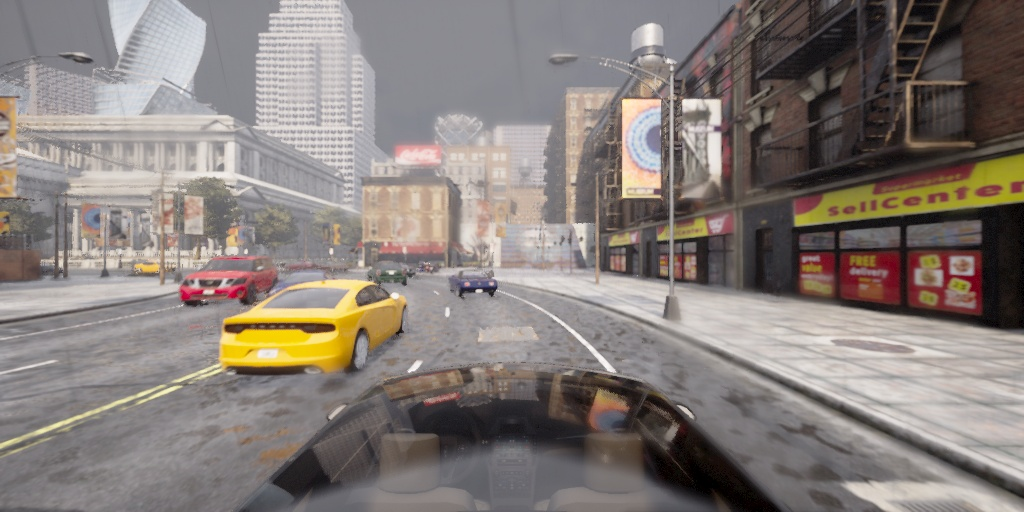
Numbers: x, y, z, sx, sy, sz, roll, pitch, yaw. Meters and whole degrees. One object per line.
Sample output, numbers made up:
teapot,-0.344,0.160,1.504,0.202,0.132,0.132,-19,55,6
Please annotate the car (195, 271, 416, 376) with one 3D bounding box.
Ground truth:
car,-3.604,1.243,7.577,1.882,1.535,5.008,0,0,-3

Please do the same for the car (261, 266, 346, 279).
car,-8.467,1.311,15.021,1.812,1.442,4.674,0,0,-16

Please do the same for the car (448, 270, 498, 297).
car,-2.275,1.398,19.385,1.895,1.301,4.718,0,0,-18

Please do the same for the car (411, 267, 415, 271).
car,-11.183,1.385,34.441,2.033,1.411,5.357,0,0,-42

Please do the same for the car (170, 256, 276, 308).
car,-12.292,1.010,16.084,2.150,2.045,5.566,0,0,-19

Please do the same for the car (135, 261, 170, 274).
car,-42.177,1.337,42.783,5.008,1.535,1.882,0,0,9

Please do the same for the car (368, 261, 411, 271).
car,-9.000,1.165,25.531,2.097,1.767,4.553,0,0,-29
